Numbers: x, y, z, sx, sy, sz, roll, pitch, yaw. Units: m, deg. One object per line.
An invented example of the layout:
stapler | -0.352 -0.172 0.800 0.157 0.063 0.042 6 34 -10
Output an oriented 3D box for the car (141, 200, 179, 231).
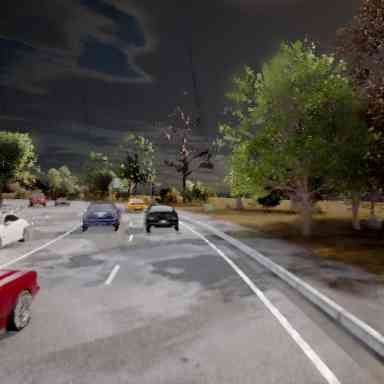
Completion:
car | -2.005 1.487 20.824 1.882 1.535 5.008 0 0 -10

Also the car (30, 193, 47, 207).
car | -24.299 1.260 52.480 2.150 2.045 5.566 0 0 -28

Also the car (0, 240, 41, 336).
car | -3.588 1.613 3.869 1.895 1.301 4.718 0 0 -2

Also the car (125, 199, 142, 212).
car | -6.651 1.501 38.614 1.882 1.535 5.008 0 0 -19

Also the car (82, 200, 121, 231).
car | -5.642 1.369 21.185 2.097 1.767 4.553 0 0 -11

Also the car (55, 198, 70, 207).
car | -20.753 1.604 53.188 1.994 1.385 4.181 0 0 -27

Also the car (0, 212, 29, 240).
car | -8.129 1.549 13.466 1.812 1.442 4.674 0 0 -8
